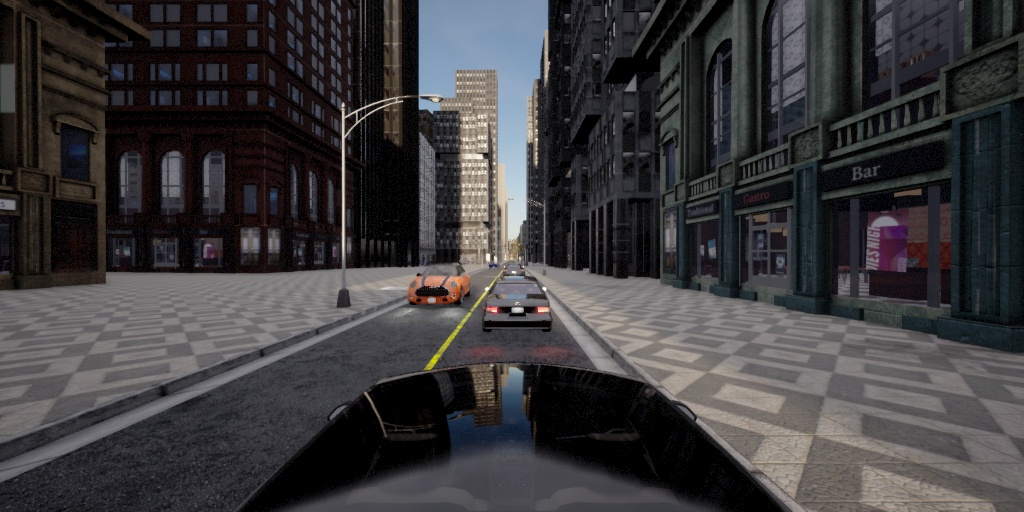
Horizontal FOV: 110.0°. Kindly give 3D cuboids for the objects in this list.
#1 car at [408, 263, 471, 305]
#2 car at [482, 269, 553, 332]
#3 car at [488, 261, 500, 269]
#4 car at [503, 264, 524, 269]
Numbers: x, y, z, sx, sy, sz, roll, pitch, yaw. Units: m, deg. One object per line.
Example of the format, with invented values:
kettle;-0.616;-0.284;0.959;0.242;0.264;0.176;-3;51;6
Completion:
car;-3.065;1.115;15.967;2.097;1.767;4.553;0;0;0
car;0.124;1.304;10.838;2.033;1.411;5.357;0;0;0
car;-2.861;1.521;57.994;1.895;1.301;4.718;0;-1;0
car;0.178;1.367;32.484;1.994;1.385;4.181;0;0;0
